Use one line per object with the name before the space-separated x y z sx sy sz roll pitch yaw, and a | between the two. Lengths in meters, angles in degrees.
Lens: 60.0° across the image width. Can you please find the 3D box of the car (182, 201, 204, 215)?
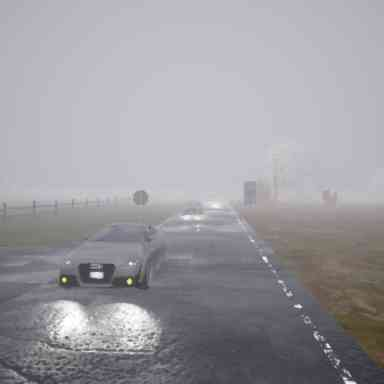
car | 0.155 1.570 33.830 1.994 1.385 4.181 0 0 5

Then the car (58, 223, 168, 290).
car | -1.855 1.560 8.997 1.994 1.385 4.181 0 0 5
